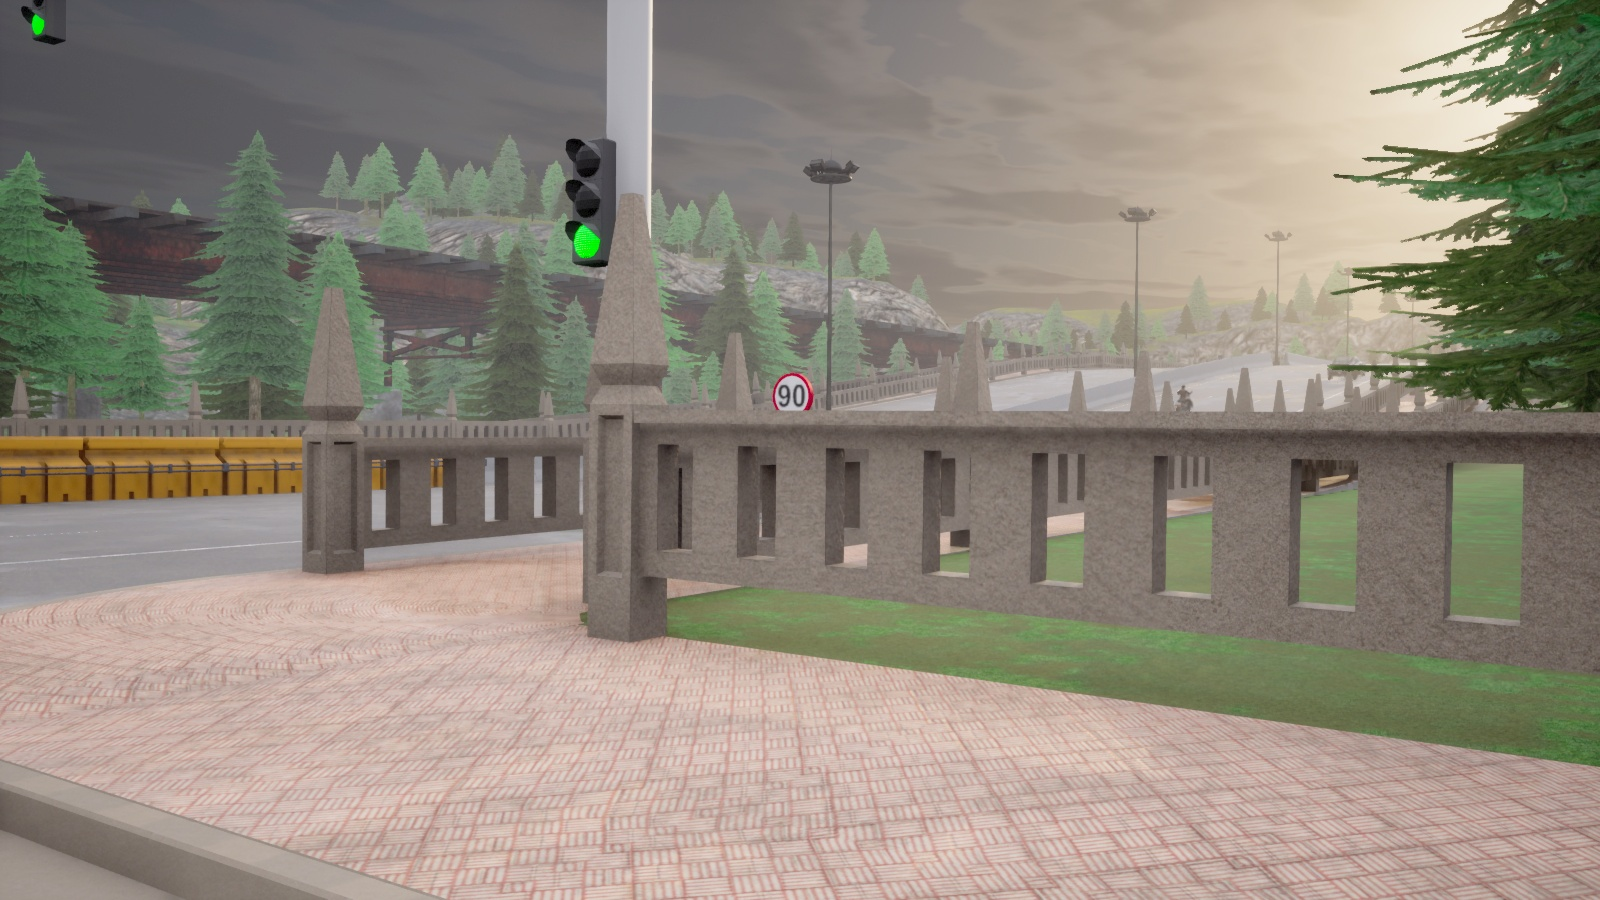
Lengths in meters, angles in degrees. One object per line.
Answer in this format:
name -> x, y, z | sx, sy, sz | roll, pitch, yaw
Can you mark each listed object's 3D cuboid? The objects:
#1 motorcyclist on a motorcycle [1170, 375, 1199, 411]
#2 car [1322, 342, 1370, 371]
motorcyclist on a motorcycle -> 20.290, -3.027, 66.166 | 0.766, 1.649, 2.350 | 0, 7, 34
car -> 37.011, -6.334, 85.054 | 2.128, 1.511, 4.902 | 0, 8, 34
